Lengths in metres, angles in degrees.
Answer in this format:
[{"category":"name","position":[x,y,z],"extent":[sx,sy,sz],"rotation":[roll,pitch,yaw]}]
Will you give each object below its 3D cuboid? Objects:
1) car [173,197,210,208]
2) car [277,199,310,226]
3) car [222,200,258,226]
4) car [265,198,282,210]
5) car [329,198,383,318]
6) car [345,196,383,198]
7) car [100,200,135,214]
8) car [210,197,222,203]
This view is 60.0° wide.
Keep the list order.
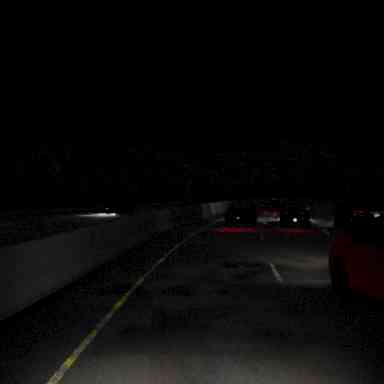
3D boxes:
[{"category":"car","position":[-0.230,1.487,35.045],"extent":[2.033,1.411,5.357],"rotation":[0,0,21]},{"category":"car","position":[7.075,1.485,23.101],"extent":[1.837,1.490,4.892],"rotation":[0,0,15]},{"category":"car","position":[3.502,1.448,23.201],"extent":[1.882,1.535,5.008],"rotation":[0,0,15]},{"category":"car","position":[10.379,1.450,41.089],"extent":[2.128,1.511,4.902],"rotation":[0,0,26]},{"category":"car","position":[3.902,1.224,4.899],"extent":[2.150,2.045,5.566],"rotation":[0,0,4]},{"category":"car","position":[9.442,1.216,18.469],"extent":[2.150,2.045,5.566],"rotation":[0,0,13]},{"category":"car","position":[-7.729,1.483,34.724],"extent":[1.994,1.385,4.181],"rotation":[0,0,20]},{"category":"car","position":[3.089,1.470,50.158],"extent":[2.033,1.411,5.357],"rotation":[0,0,30]}]
